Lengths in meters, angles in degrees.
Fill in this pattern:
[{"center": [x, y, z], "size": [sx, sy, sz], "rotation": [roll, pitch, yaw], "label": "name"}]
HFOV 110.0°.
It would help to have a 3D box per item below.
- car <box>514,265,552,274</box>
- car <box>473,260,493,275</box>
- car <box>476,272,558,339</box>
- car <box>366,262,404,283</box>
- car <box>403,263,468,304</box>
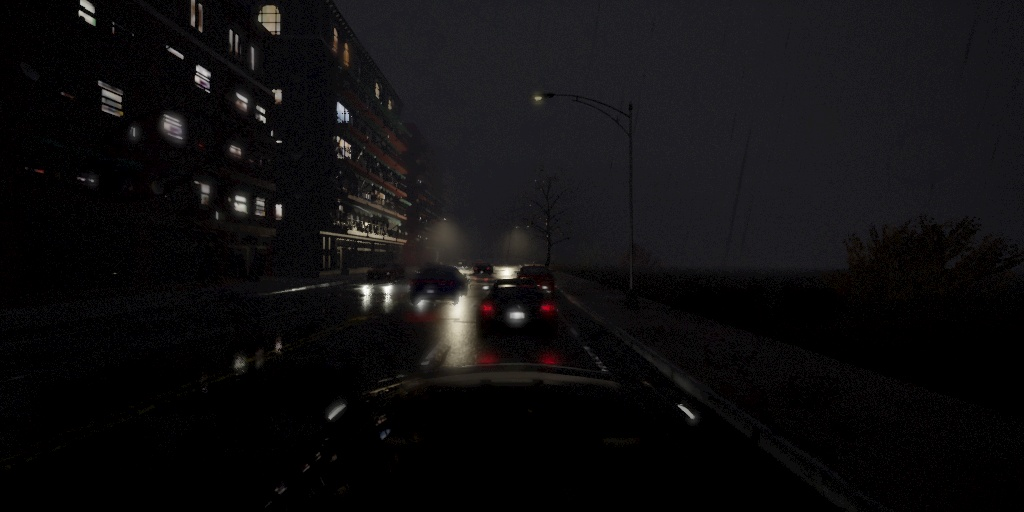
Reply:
[{"center": [1.154, 1.230, 19.002], "size": [1.882, 1.535, 5.008], "rotation": [0, 0, 0], "label": "car"}, {"center": [-3.113, 1.353, 39.480], "size": [1.895, 1.301, 4.718], "rotation": [0, 0, 0], "label": "car"}, {"center": [0.110, 1.315, 10.082], "size": [1.994, 1.385, 4.181], "rotation": [0, 0, 0], "label": "car"}, {"center": [-9.826, 1.230, 28.346], "size": [1.882, 1.535, 5.008], "rotation": [0, 0, 0], "label": "car"}, {"center": [-3.137, 1.230, 16.253], "size": [1.882, 1.535, 5.008], "rotation": [0, 0, 0], "label": "car"}]
